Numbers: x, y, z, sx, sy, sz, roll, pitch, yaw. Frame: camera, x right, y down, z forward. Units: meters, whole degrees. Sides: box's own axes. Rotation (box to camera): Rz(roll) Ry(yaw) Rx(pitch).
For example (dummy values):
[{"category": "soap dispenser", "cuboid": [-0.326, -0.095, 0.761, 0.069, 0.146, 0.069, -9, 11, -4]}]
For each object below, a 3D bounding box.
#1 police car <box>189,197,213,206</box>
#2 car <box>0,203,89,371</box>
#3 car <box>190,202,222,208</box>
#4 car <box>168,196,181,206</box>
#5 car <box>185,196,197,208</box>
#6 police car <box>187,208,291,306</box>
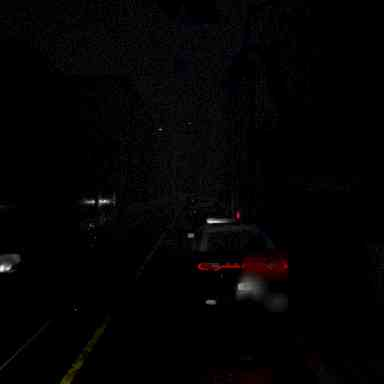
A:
[{"category": "police car", "cuboid": [0.952, 1.423, 24.262, 1.930, 1.638, 5.238, 0, 0, 0]}, {"category": "car", "cuboid": [-3.079, 1.221, 4.387, 2.150, 2.045, 5.566, 0, 0, 0]}, {"category": "car", "cuboid": [0.939, 1.503, 18.152, 1.837, 1.490, 4.892, 0, 0, 0]}, {"category": "car", "cuboid": [-2.881, 1.497, 54.900, 1.837, 1.490, 4.892, 0, 0, 0]}, {"category": "car", "cuboid": [0.140, 1.346, 47.927, 2.097, 1.767, 4.553, 0, 0, 1]}, {"category": "police car", "cuboid": [0.917, 1.425, 8.262, 1.930, 1.638, 5.238, 0, 0, 0]}]
